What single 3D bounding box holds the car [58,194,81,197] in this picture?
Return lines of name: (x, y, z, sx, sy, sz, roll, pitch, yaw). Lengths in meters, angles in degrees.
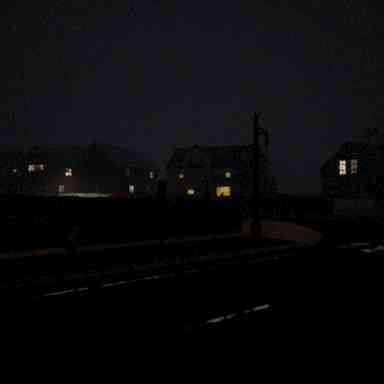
car: (-10.410, 0.966, 28.815, 4.902, 1.511, 2.128, 1, 0, 19)
